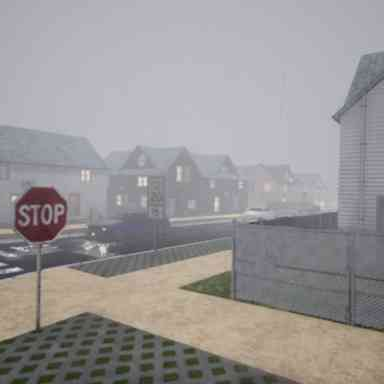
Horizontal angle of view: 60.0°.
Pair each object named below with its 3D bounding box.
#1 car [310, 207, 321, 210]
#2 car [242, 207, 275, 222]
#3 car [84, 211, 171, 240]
[{"bbox_3d":[16.194,2.212,45.476,2.033,1.411,5.357,2,0,37],"label":"car"},{"bbox_3d":[6.621,2.183,32.741,1.812,1.442,4.674,2,0,37],"label":"car"},{"bbox_3d":[-3.456,1.832,19.170,2.033,1.411,5.357,2,0,37],"label":"car"}]
